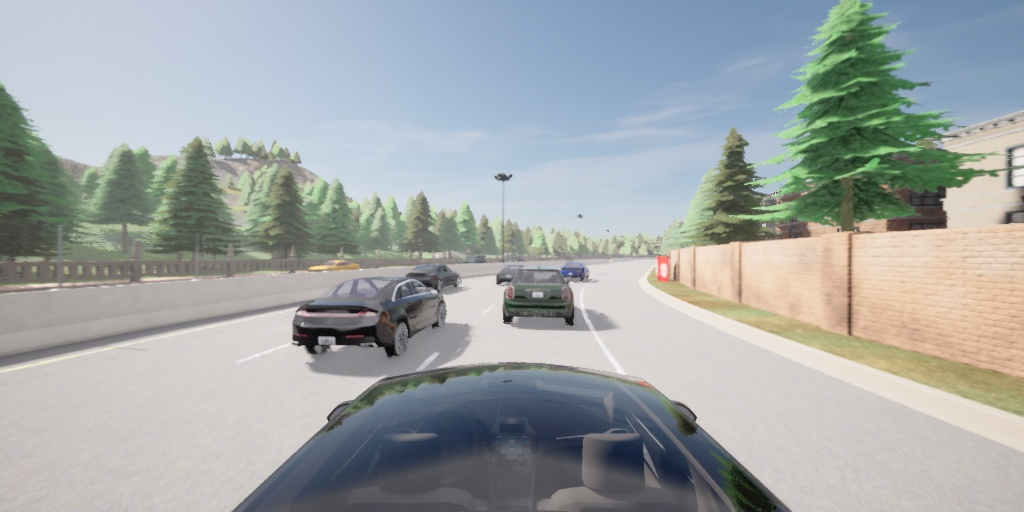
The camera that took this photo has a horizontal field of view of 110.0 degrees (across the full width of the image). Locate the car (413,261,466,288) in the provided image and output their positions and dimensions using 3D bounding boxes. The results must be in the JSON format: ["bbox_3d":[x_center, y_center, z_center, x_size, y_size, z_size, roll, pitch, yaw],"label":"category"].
[{"bbox_3d":[-4.549,1.236,21.183,1.837,1.490,4.892,0,0,12],"label":"car"}]

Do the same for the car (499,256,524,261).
[{"bbox_3d":[0.415,0.985,55.991,2.150,2.045,5.566,0,0,23],"label":"car"}]

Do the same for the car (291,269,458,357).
[{"bbox_3d":[-2.961,1.229,8.512,2.128,1.511,4.902,0,0,4],"label":"car"}]

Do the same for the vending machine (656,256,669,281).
[{"bbox_3d":[11.634,1.001,27.642,1.100,2.100,0.880,0,0,19],"label":"vending machine"}]

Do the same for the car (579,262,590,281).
[{"bbox_3d":[5.430,1.256,30.635,1.882,1.535,5.008,0,0,19],"label":"car"}]

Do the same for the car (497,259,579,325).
[{"bbox_3d":[0.969,1.108,12.167,2.097,1.767,4.553,0,0,7],"label":"car"}]

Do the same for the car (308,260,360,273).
[{"bbox_3d":[-16.156,1.158,32.724,1.882,1.535,5.008,0,0,17],"label":"car"}]

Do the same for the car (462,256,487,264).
[{"bbox_3d":[-5.510,0.954,50.882,2.150,2.045,5.566,0,0,23],"label":"car"}]
